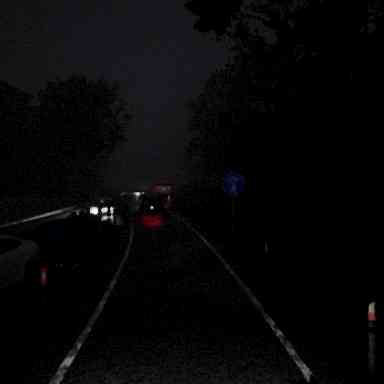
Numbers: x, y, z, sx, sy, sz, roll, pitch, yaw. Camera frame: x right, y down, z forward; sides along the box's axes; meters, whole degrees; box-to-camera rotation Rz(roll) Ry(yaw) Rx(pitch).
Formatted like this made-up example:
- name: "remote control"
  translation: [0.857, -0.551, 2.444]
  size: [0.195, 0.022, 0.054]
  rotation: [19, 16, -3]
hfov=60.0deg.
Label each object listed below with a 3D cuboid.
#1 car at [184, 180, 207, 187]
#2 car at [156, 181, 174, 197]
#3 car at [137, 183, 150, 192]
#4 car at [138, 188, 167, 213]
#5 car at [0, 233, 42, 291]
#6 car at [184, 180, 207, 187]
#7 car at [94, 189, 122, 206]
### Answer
- name: "car"
  translation: [1.070, -2.232, 87.694]
  size: [5.566, 2.045, 2.435]
  rotation: [0, 1, -22]
- name: "car"
  translation: [-3.707, -0.494, 45.656]
  size: [2.150, 2.045, 5.566]
  rotation: [0, 3, 0]
- name: "car"
  translation: [-8.151, -0.733, 56.515]
  size: [1.812, 1.442, 4.674]
  rotation: [0, 3, 0]
- name: "car"
  translation: [-3.166, 0.759, 26.549]
  size: [1.837, 1.490, 4.892]
  rotation: [-1, 3, -6]
- name: "car"
  translation: [-5.184, 1.705, 7.548]
  size: [2.002, 1.452, 4.674]
  rotation: [2, 1, 3]
- name: "car"
  translation: [0.912, -2.304, 90.617]
  size: [5.566, 2.045, 2.435]
  rotation: [0, 2, -22]
- name: "car"
  translation: [-8.069, 0.465, 32.258]
  size: [2.128, 1.511, 4.902]
  rotation: [0, 3, 0]
